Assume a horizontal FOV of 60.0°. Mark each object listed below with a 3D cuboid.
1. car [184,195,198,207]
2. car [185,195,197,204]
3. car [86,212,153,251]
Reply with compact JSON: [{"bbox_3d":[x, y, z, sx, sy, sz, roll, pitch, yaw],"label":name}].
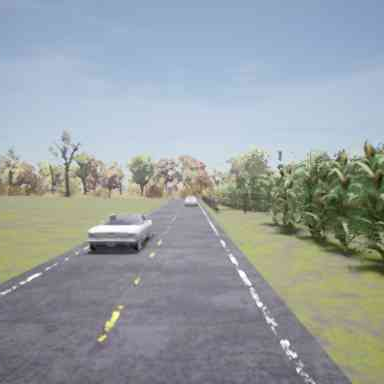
[{"bbox_3d":[-0.143,1.370,49.253,1.812,1.442,4.674,0,0,0],"label":"car"},{"bbox_3d":[-0.174,1.305,59.530,2.128,1.511,4.902,0,0,0],"label":"car"},{"bbox_3d":[-2.844,1.556,13.962,1.895,1.301,4.718,0,0,0],"label":"car"}]
